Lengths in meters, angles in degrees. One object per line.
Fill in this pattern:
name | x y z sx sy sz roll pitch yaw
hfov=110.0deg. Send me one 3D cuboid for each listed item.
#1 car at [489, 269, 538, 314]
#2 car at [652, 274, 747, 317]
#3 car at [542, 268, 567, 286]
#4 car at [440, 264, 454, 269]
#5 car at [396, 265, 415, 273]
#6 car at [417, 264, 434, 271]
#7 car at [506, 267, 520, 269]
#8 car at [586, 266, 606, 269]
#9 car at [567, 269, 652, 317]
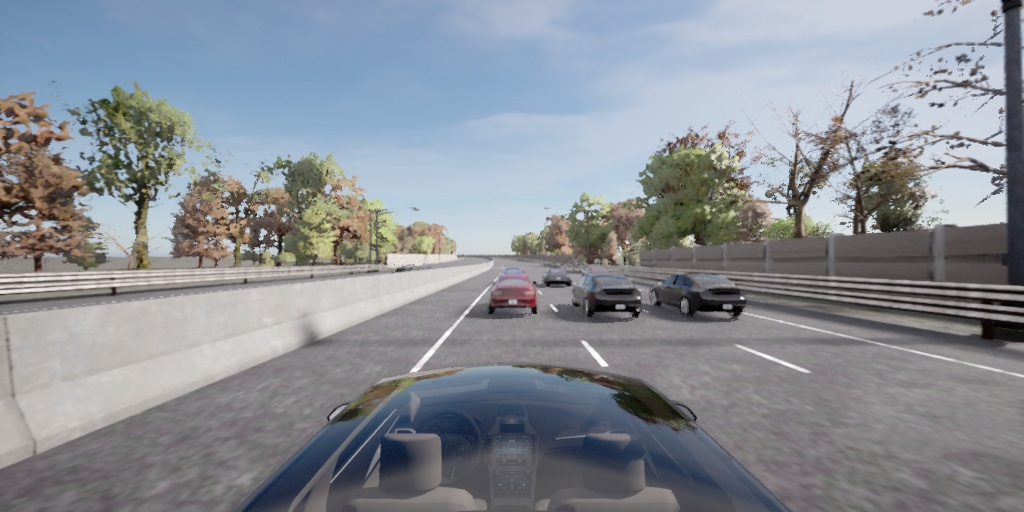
car | 0.054 1.455 14.747 1.812 1.442 4.674 0 -1 0
car | 7.046 1.427 14.102 1.837 1.490 4.892 0 0 0
car | 3.550 1.693 29.243 1.994 1.385 4.181 0 -1 1
car | -10.562 2.080 59.151 2.033 1.411 5.357 0 -1 0
car | -17.565 2.131 59.017 1.895 1.301 4.718 0 -1 0
car | -14.073 2.057 59.087 1.812 1.442 4.674 0 -1 0
car | 0.056 1.660 29.737 1.812 1.442 4.674 0 -1 1
car | 7.059 1.619 30.257 1.882 1.535 5.008 0 0 0
car | 3.546 1.426 14.079 1.837 1.490 4.892 0 0 0
